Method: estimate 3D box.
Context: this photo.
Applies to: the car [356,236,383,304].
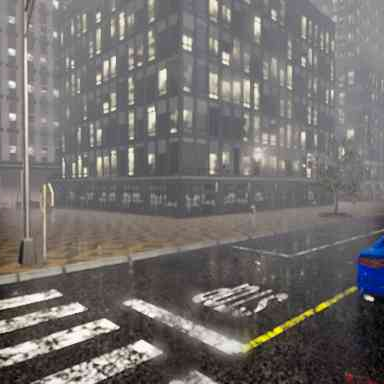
[{"bbox_3d":[5.189,1.380,6.973,5.008,1.535,1.882,-1,1,-44],"label":"car"}]
